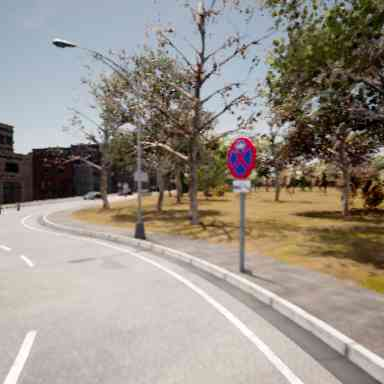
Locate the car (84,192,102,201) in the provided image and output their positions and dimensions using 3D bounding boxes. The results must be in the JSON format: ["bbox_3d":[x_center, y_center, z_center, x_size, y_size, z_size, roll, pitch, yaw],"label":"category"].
[{"bbox_3d":[-17.482,0.710,59.046,2.128,1.511,4.902,-1,1,9],"label":"car"}]

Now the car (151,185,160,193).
[{"bbox_3d":[-9.564,-0.766,88.712,2.150,2.045,5.566,-1,2,9],"label":"car"}]

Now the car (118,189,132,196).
[{"bbox_3d":[-15.032,0.040,74.696,2.097,1.767,4.553,-1,2,9],"label":"car"}]

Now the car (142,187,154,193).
[{"bbox_3d":[-11.097,0.085,78.844,1.895,1.301,4.718,-1,2,9],"label":"car"}]
